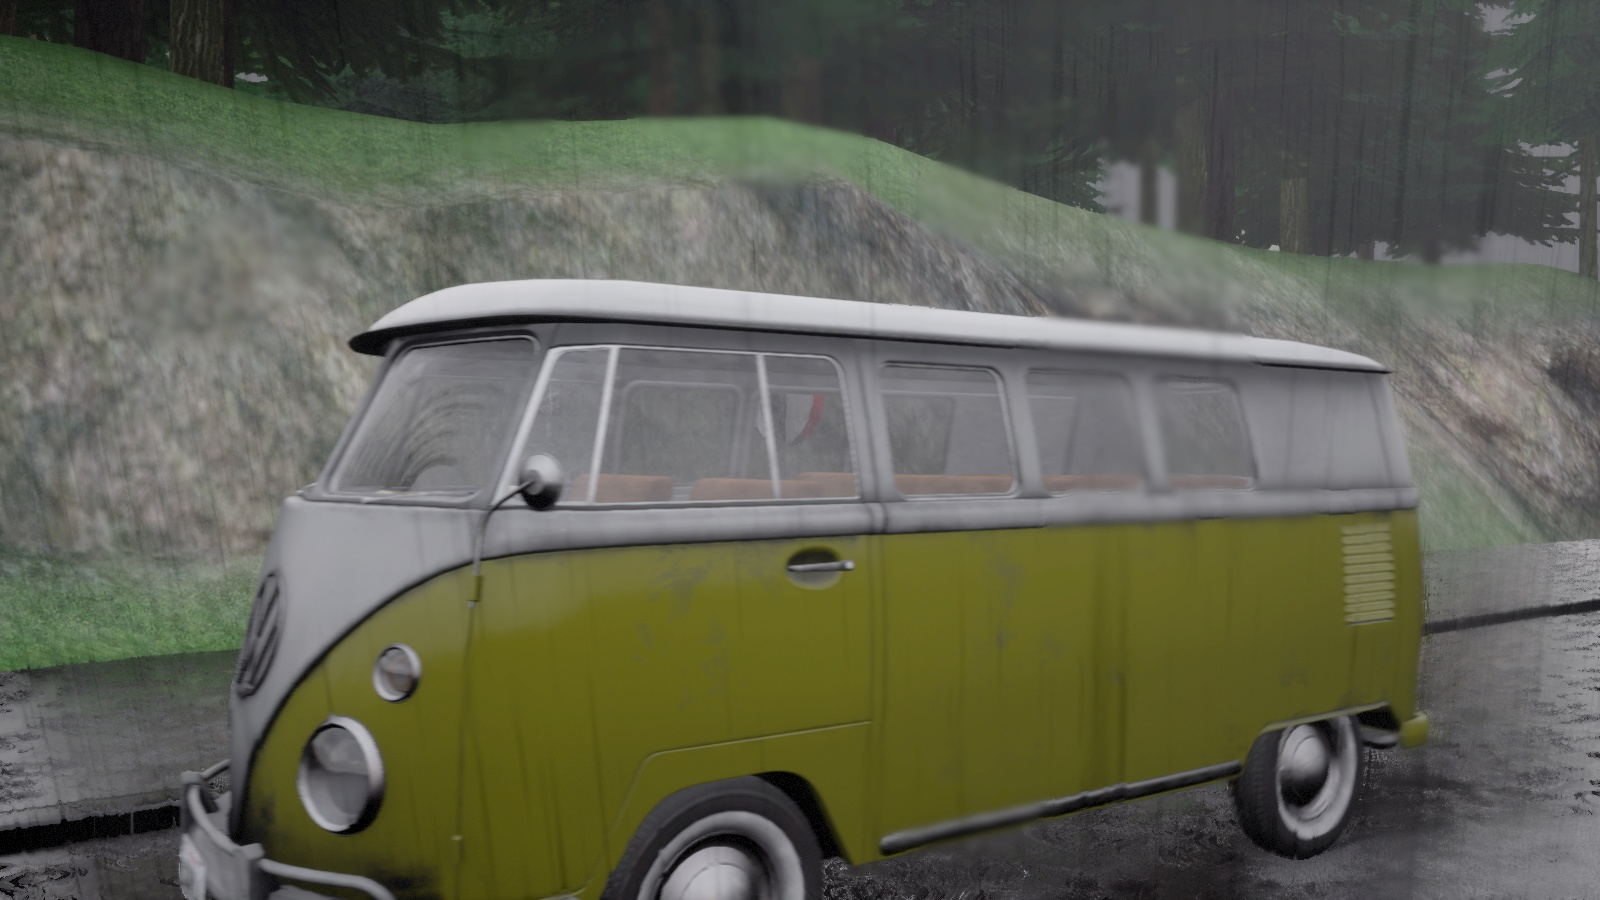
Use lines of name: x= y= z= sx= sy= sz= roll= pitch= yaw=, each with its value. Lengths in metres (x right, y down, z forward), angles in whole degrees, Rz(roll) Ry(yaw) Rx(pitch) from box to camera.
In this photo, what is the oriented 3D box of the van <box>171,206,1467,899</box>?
van: x=0.343 y=0.508 z=4.508 sx=4.442 sy=1.987 sz=1.775 roll=0 pitch=0 yaw=-35
